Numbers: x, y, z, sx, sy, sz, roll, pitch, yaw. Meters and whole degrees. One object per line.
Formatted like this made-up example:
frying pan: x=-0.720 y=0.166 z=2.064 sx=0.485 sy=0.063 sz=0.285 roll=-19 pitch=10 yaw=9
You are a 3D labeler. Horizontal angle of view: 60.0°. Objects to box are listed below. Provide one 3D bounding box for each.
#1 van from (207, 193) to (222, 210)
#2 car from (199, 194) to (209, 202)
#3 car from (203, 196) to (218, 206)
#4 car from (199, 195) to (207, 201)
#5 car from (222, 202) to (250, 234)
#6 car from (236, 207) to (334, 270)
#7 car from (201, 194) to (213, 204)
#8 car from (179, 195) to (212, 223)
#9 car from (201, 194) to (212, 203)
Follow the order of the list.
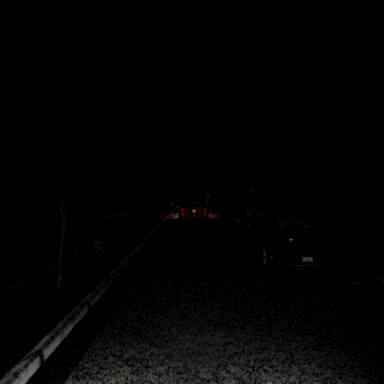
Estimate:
van: x=3.001 y=1.222 z=49.806 sx=1.878 sy=1.987 sz=4.442 roll=0 pitch=0 yaw=0
car: x=3.003 y=1.435 z=82.910 sx=2.185 sy=1.767 sz=4.553 roll=0 pitch=0 yaw=0
car: x=3.002 y=1.457 z=55.203 sx=2.231 sy=1.521 sz=4.892 roll=0 pitch=0 yaw=0
car: x=3.004 y=1.614 z=93.851 sx=2.231 sy=1.521 sz=4.892 roll=0 pitch=0 yaw=0
car: x=2.998 y=1.476 z=16.677 sx=2.231 sy=1.521 sz=4.892 roll=0 pitch=0 yaw=0
car: x=2.998 y=1.480 z=11.029 sx=2.231 sy=1.521 sz=4.892 roll=0 pitch=0 yaw=0
car: x=3.002 y=1.362 z=66.220 sx=2.185 sy=1.767 sz=4.553 roll=0 pitch=0 yaw=0
car: x=0.112 y=1.338 z=25.239 sx=2.097 sy=1.767 sz=4.553 roll=0 pitch=0 yaw=0
car: x=3.002 y=1.383 z=71.741 sx=2.185 sy=1.767 sz=4.553 roll=0 pitch=0 yaw=0
